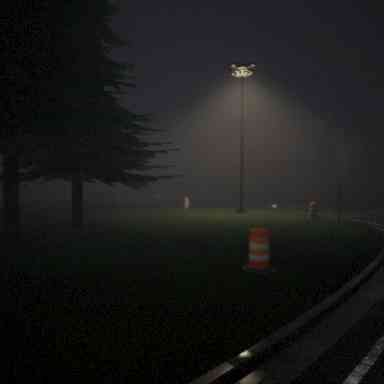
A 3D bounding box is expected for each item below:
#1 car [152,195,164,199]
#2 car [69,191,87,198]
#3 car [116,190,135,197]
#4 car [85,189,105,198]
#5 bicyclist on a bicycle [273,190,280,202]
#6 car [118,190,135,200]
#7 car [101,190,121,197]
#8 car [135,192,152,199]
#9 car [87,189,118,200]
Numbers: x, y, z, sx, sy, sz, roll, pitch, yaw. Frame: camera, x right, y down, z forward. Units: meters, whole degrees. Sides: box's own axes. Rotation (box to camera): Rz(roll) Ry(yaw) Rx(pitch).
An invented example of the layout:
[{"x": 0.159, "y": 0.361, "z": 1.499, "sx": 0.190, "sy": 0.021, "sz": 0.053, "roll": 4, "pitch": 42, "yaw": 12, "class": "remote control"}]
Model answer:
[{"x": -7.525, "y": 0.608, "z": 63.966, "sx": 1.895, "sy": 1.301, "sz": 4.718, "roll": -1, "pitch": 1, "yaw": -42, "class": "car"}, {"x": -22.086, "y": 0.487, "z": 64.350, "sx": 1.837, "sy": 1.490, "sz": 4.892, "roll": -1, "pitch": 1, "yaw": -42, "class": "car"}, {"x": -14.291, "y": 0.268, "z": 71.382, "sx": 1.994, "sy": 1.385, "sz": 4.181, "roll": -1, "pitch": 1, "yaw": -42, "class": "car"}, {"x": -19.488, "y": 0.272, "z": 66.692, "sx": 1.882, "sy": 1.535, "sz": 5.008, "roll": -1, "pitch": 1, "yaw": -42, "class": "car"}, {"x": 12.199, "y": 0.582, "z": 48.101, "sx": 1.656, "sy": 1.620, "sz": 0.582, "roll": -1, "pitch": 1, "yaw": -42, "class": "bicyclist on a bicycle"}, {"x": -12.707, "y": 0.672, "z": 59.260, "sx": 1.895, "sy": 1.301, "sz": 4.718, "roll": -1, "pitch": 1, "yaw": -42, "class": "car"}, {"x": -16.889, "y": 0.247, "z": 69.037, "sx": 1.837, "sy": 1.490, "sz": 4.892, "roll": -1, "pitch": 1, "yaw": -42, "class": "car"}, {"x": -10.161, "y": 0.585, "z": 61.664, "sx": 2.033, "sy": 1.411, "sz": 5.357, "roll": -1, "pitch": 1, "yaw": -42, "class": "car"}, {"x": -15.358, "y": 0.649, "z": 56.974, "sx": 2.033, "sy": 1.411, "sz": 5.357, "roll": -1, "pitch": 1, "yaw": -42, "class": "car"}]
